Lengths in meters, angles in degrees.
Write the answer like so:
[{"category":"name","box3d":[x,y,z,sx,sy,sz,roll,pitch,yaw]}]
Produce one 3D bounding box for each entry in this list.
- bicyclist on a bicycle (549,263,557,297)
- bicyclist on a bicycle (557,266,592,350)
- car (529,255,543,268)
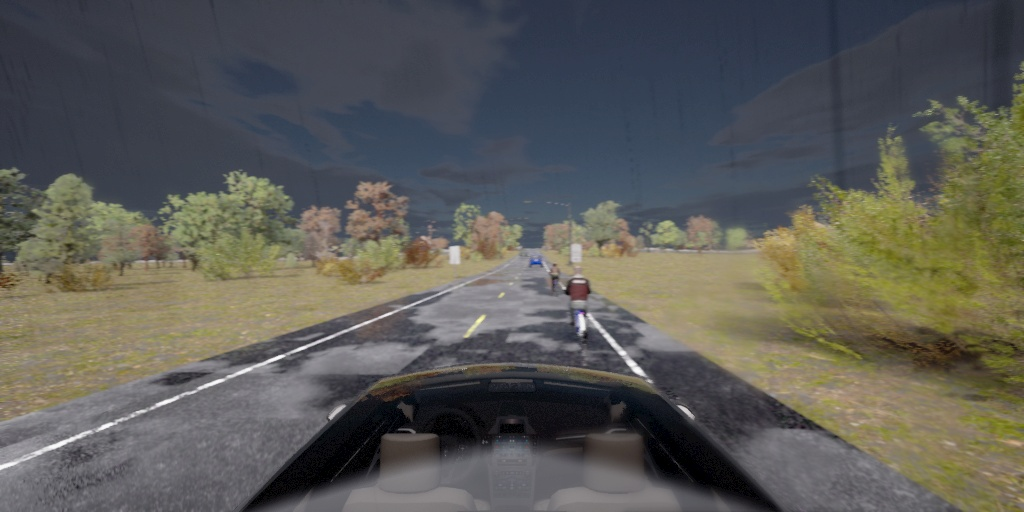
[{"category":"bicyclist on a bicycle","box3d":[2.102,1.185,17.518,0.582,1.620,1.656,-1,0,4]},{"category":"bicyclist on a bicycle","box3d":[1.485,1.103,8.128,0.659,1.776,1.843,-1,0,4]},{"category":"car","box3d":[3.973,0.788,59.274,2.150,2.045,5.566,-1,1,4]}]
